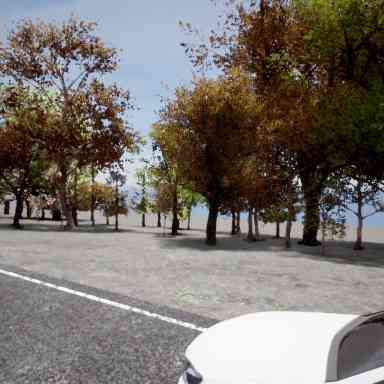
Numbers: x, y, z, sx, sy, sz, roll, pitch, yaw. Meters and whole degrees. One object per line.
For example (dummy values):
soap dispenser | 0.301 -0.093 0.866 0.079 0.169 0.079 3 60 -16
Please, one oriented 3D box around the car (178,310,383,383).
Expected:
car | 2.032 1.526 2.243 4.674 1.442 1.812 0 0 35
